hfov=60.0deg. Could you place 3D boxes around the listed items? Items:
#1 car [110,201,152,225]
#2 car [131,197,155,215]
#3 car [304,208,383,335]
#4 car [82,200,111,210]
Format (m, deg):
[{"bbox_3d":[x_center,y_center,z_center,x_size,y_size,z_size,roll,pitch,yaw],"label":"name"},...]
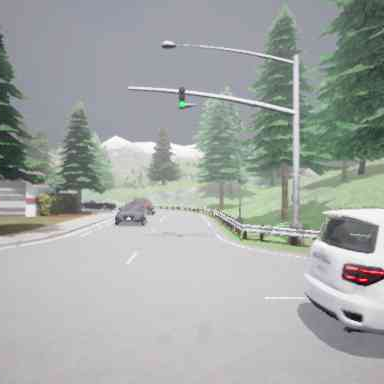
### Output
[{"bbox_3d":[-4.227,1.551,23.691,1.994,1.385,4.181,0,0,-3],"label":"car"},{"bbox_3d":[-5.153,1.333,33.473,2.097,1.767,4.553,0,0,-20],"label":"car"},{"bbox_3d":[4.722,1.343,5.387,5.566,2.045,2.150,1,0,-2],"label":"car"},{"bbox_3d":[-11.800,1.585,41.150,4.718,1.301,1.895,0,0,14],"label":"car"}]
